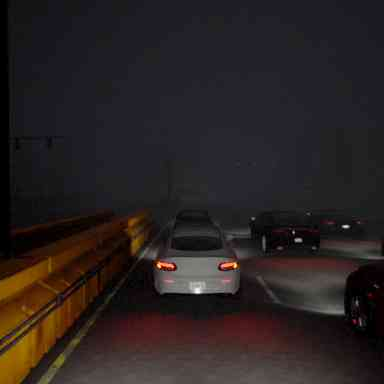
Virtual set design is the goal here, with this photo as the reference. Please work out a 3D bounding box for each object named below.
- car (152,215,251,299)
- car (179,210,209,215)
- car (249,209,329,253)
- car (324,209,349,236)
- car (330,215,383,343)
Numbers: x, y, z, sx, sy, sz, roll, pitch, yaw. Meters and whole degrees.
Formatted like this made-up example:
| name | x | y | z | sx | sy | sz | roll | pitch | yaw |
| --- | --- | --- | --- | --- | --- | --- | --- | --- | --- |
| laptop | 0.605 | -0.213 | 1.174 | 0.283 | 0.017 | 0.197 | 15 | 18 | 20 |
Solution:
| name | x | y | z | sx | sy | sz | roll | pitch | yaw |
| --- | --- | --- | --- | --- | --- | --- | --- | --- | --- |
| car | 0.093 | 1.525 | 8.304 | 1.812 | 1.442 | 4.674 | 0 | 0 | 0 |
| car | 0.086 | 1.600 | 17.426 | 1.895 | 1.301 | 4.718 | 0 | 0 | 0 |
| car | 3.589 | 1.477 | 13.700 | 1.882 | 1.535 | 5.008 | 0 | 0 | 0 |
| car | 7.085 | 1.563 | 17.315 | 1.994 | 1.385 | 4.181 | 0 | 0 | 0 |
| car | 3.594 | 1.352 | 3.739 | 2.097 | 1.767 | 4.553 | 0 | 0 | 0 |
